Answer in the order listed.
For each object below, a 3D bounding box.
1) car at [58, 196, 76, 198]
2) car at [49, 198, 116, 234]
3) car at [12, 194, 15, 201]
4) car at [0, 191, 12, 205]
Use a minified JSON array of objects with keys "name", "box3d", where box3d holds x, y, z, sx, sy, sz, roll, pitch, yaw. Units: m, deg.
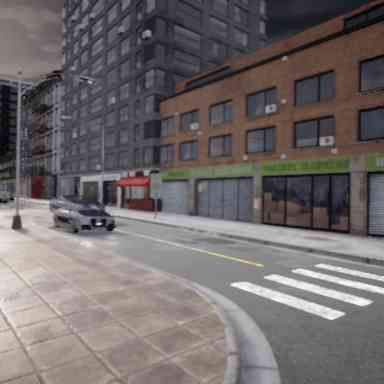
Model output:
[{"name":"car","box3d":[-10.333,1.023,27.438,1.994,1.385,4.181,1,0,-39]},{"name":"car","box3d":[-5.494,1.220,16.769,1.994,1.385,4.181,1,1,-39]},{"name":"car","box3d":[-26.937,0.612,47.940,1.994,1.385,4.181,1,0,-39]},{"name":"car","box3d":[-22.043,0.700,37.318,1.994,1.385,4.181,1,0,-39]}]
